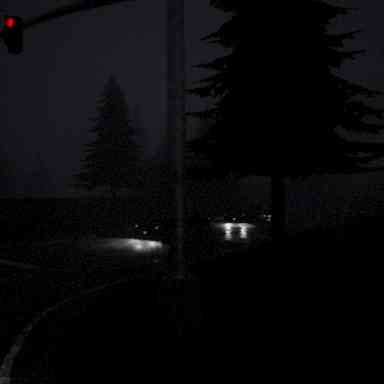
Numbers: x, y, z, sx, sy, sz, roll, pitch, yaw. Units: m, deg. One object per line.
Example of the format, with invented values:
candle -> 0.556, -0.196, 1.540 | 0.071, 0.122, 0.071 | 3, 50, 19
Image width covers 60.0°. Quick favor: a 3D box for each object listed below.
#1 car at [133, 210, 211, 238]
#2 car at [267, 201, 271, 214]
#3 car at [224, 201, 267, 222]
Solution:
car -> -0.915, 1.695, 19.197 | 2.033, 1.411, 5.357 | -1, -1, 35
car -> 8.217, 1.736, 37.781 | 2.033, 1.411, 5.357 | -1, 0, 16
car -> 4.425, 1.704, 28.052 | 2.033, 1.411, 5.357 | -1, 0, 26
